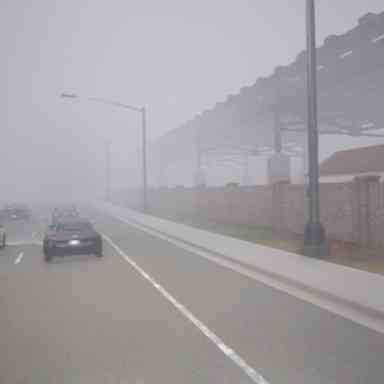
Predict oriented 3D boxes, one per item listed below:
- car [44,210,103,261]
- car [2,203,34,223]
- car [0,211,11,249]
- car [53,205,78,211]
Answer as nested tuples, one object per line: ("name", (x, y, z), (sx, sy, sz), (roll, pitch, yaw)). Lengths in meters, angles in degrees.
("car", (-4.667, 1.662, 13.015), (1.994, 1.385, 4.181), (-1, 0, -21))
("car", (-13.847, 1.575, 26.540), (1.882, 1.535, 5.008), (-1, 1, -21))
("car", (-8.116, 1.675, 12.223), (1.812, 1.442, 4.674), (-1, 0, -21))
("car", (-9.950, 1.662, 26.183), (1.895, 1.301, 4.718), (-1, 1, -21))
